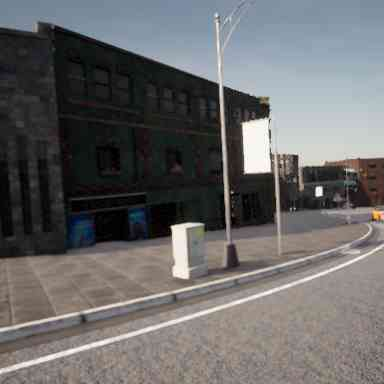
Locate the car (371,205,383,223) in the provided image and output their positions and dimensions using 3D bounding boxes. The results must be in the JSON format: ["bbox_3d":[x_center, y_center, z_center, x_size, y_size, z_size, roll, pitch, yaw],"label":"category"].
[{"bbox_3d":[19.020,2.064,32.400,2.097,1.767,4.553,-3,-3,17],"label":"car"}]

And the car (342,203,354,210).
[{"bbox_3d":[33.479,3.108,71.268,1.837,1.490,4.892,-2,-2,36],"label":"car"}]
